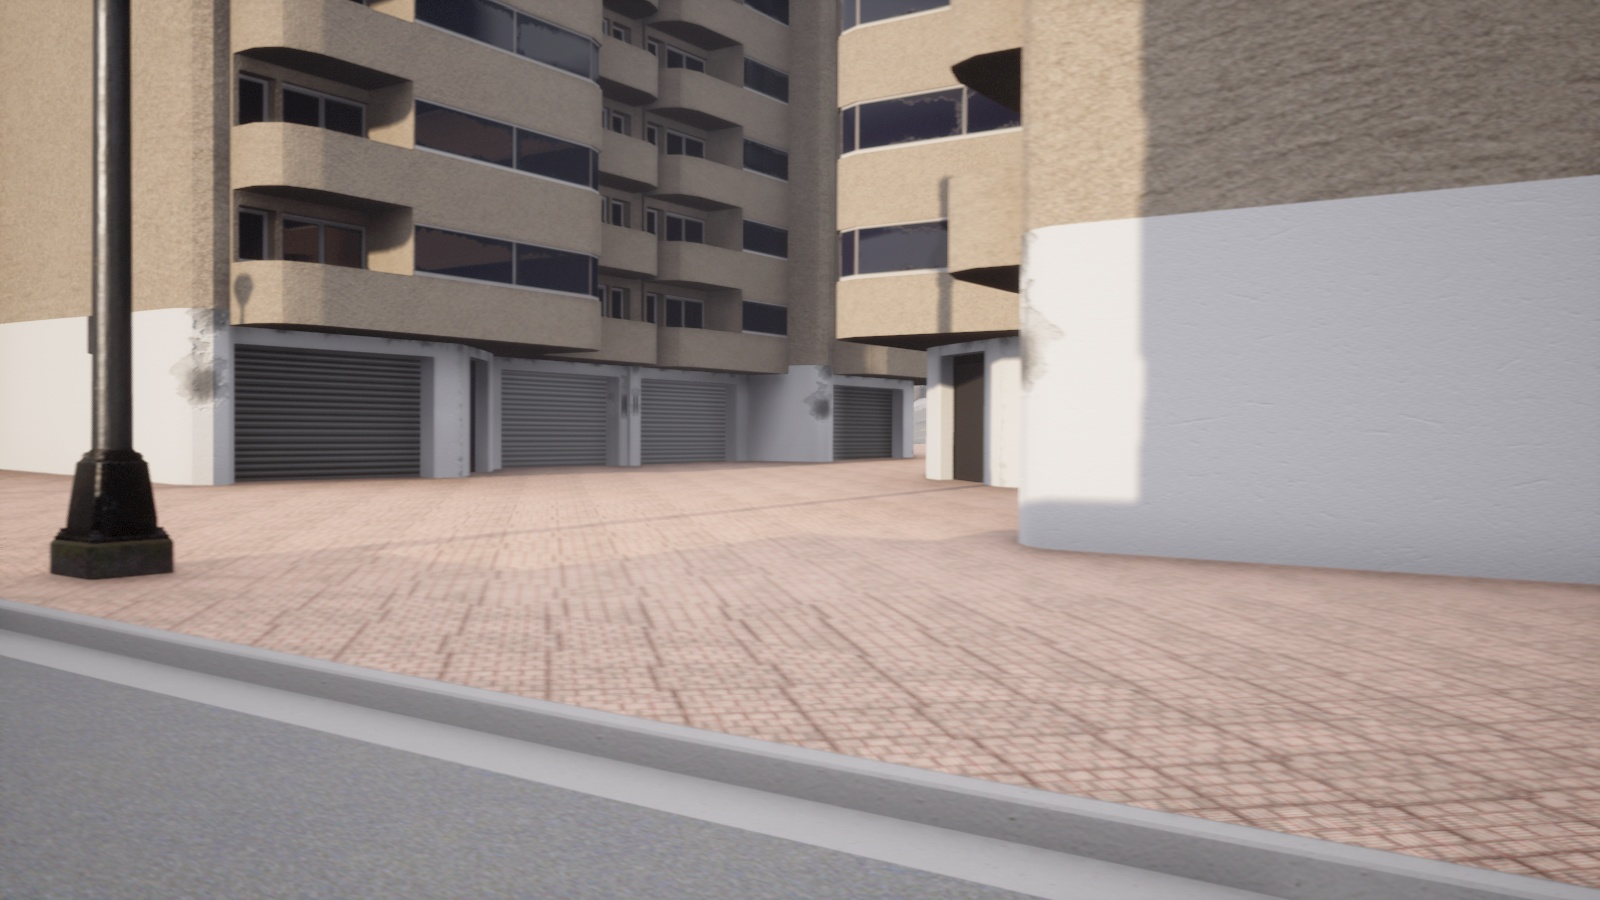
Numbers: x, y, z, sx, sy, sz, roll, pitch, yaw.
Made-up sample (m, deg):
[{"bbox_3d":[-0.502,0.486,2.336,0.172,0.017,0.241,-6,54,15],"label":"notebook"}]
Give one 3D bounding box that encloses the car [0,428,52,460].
[{"bbox_3d":[-35.485,-0.251,55.036,1.994,1.385,4.181,0,1,35],"label":"car"}]
